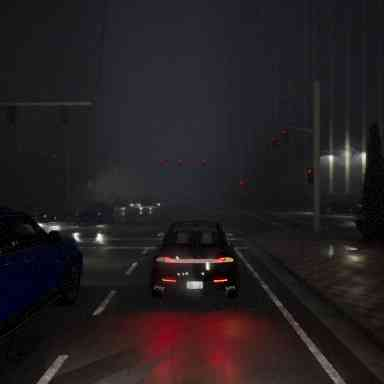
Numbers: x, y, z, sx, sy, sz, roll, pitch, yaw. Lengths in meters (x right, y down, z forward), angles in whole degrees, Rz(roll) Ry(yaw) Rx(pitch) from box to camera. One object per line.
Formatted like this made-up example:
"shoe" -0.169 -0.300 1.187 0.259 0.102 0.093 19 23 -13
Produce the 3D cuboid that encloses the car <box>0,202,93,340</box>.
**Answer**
"car" -3.451 1.221 4.886 2.150 2.045 5.566 0 0 1

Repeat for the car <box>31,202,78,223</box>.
"car" -10.646 1.564 26.098 1.994 1.385 4.181 0 0 0

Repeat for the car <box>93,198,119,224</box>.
"car" -7.145 1.477 25.007 1.882 1.535 5.008 0 0 0

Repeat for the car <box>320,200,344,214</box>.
"car" 15.231 1.564 34.946 4.181 1.385 1.994 0 0 -1

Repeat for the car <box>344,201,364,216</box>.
"car" 17.479 1.505 31.472 4.892 1.490 1.837 0 0 -1

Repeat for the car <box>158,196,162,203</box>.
"car" -7.138 1.564 67.191 1.994 1.385 4.181 0 0 0

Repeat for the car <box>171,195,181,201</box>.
"car" -3.635 1.339 76.097 1.812 1.442 4.674 0 0 0

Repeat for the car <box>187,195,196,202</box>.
"car" -0.134 1.429 75.564 1.837 1.490 4.892 0 0 0

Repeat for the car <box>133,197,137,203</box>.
"car" -10.653 1.601 64.541 1.895 1.301 4.718 0 0 0

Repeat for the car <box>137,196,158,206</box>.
"car" -7.183 1.505 54.039 1.837 1.490 4.892 0 0 0

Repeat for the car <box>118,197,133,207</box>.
"car" -10.688 1.526 50.271 1.812 1.442 4.674 0 0 0

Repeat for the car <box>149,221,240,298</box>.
"car" 0.078 1.492 8.518 2.128 1.511 4.902 0 0 1
